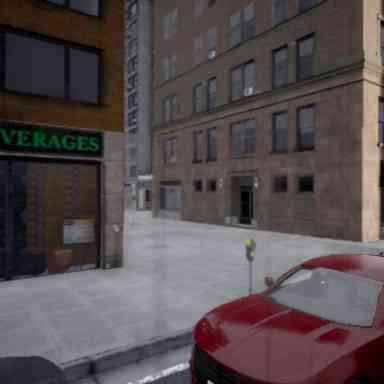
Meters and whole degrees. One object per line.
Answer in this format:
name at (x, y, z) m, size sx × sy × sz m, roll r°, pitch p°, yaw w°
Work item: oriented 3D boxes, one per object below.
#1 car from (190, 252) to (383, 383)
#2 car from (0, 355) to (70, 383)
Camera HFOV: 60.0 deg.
car at (2.053, 1.539, 4.262) m, size 4.507 × 1.381 × 1.887 m, roll 0°, pitch 0°, yaw -35°
car at (-2.592, 1.533, 0.990) m, size 4.403 × 1.369 × 2.008 m, roll 0°, pitch 0°, yaw -35°
